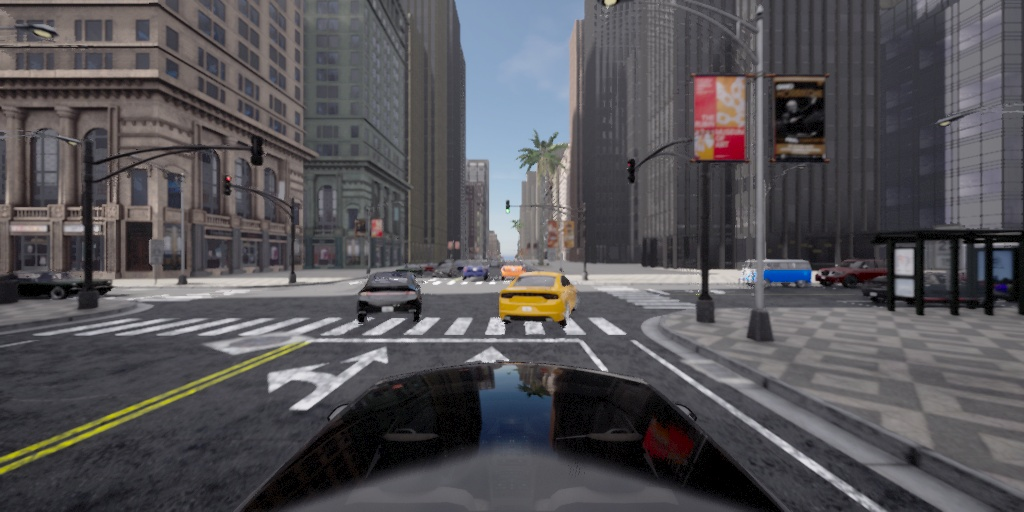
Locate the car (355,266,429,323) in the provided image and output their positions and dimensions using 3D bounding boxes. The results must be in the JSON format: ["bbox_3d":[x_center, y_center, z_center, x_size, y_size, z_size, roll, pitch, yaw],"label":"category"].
[{"bbox_3d":[-4.116,1.272,12.320,2.128,1.511,4.902,0,0,-16],"label":"car"}]

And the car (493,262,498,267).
[{"bbox_3d":[-3.220,1.501,65.142,1.994,1.385,4.181,0,0,0],"label":"car"}]

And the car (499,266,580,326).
[{"bbox_3d":[1.068,1.257,11.922,1.882,1.535,5.008,0,0,16],"label":"car"}]

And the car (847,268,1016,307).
[{"bbox_3d":[17.077,1.337,14.788,4.403,1.370,2.007,0,0,0],"label":"car"}]

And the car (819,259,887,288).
[{"bbox_3d":[22.755,1.098,23.312,5.009,1.841,2.192,0,0,0],"label":"car"}]

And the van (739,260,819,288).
[{"bbox_3d":[17.077,1.128,23.313,3.998,1.789,1.690,0,0,0],"label":"van"}]

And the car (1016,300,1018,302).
[{"bbox_3d":[22.755,1.365,14.787,4.207,1.307,1.802,0,0,0],"label":"car"}]

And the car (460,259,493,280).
[{"bbox_3d":[-3.135,1.192,32.468,2.097,1.767,4.553,0,0,0],"label":"car"}]

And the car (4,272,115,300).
[{"bbox_3d":[-22.580,1.420,17.505,4.718,1.301,1.895,0,0,0],"label":"car"}]

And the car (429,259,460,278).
[{"bbox_3d":[-6.586,1.354,35.608,1.837,1.490,4.892,0,0,-1],"label":"car"}]

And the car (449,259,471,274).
[{"bbox_3d":[-6.558,1.230,45.353,2.097,1.767,4.553,0,0,1],"label":"car"}]

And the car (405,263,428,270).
[{"bbox_3d":[-9.831,1.448,34.922,1.895,1.301,4.718,0,0,-3],"label":"car"}]

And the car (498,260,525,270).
[{"bbox_3d":[0.115,1.193,32.526,2.097,1.767,4.553,0,0,0],"label":"car"}]
